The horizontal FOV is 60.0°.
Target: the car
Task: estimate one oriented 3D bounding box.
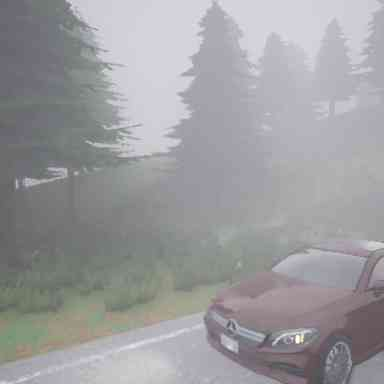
[{"bbox_3d":[2.368,1.526,5.234,4.674,1.442,1.812,0,0,-34],"label":"car"}]
